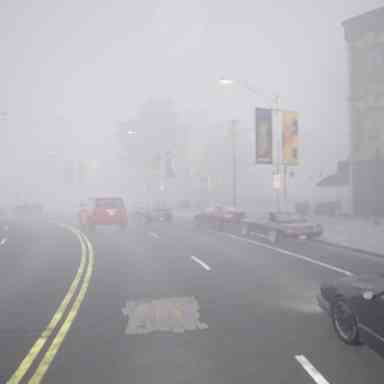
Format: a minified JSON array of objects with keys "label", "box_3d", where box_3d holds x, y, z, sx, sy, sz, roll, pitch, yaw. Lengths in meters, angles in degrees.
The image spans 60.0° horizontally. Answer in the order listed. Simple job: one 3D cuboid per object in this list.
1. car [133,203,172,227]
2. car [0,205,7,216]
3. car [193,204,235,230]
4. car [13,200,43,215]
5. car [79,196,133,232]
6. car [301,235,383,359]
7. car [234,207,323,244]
[{"label":"car","box_3d":[-3.024,1.521,23.337,2.128,1.511,4.902,-1,0,-28]},{"label":"car","box_3d":[-21.225,1.750,35.022,1.812,1.442,4.674,-1,0,-44]},{"label":"car","box_3d":[1.732,1.498,20.925,2.002,1.452,4.674,-1,0,-25]},{"label":"car","box_3d":[-18.398,1.672,37.228,1.882,1.535,5.008,-1,0,-44]},{"label":"car","box_3d":[-5.705,1.283,21.020,2.150,2.045,5.566,0,0,-27]},{"label":"car","box_3d":[3.266,1.512,3.315,2.033,1.411,5.357,-1,0,-6]},{"label":"car","box_3d":[3.922,1.550,15.629,1.895,1.301,4.718,-1,0,-15]}]
